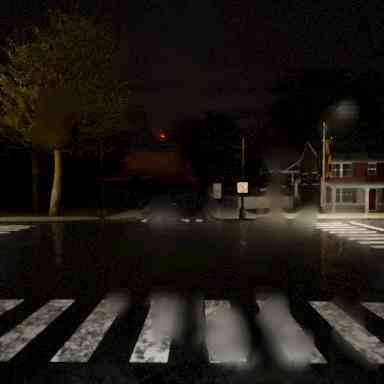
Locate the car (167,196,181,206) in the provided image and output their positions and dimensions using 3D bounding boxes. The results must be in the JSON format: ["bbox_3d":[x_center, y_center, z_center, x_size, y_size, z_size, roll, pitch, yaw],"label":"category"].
[{"bbox_3d":[-2.889,1.475,54.747,2.033,1.411,5.357,0,0,0],"label":"car"}]

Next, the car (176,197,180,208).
[{"bbox_3d":[-2.933,1.453,44.119,1.837,1.490,4.892,0,0,0],"label":"car"}]

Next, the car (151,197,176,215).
[{"bbox_3d":[-2.973,1.442,33.816,1.882,1.535,5.008,0,0,0],"label":"car"}]
